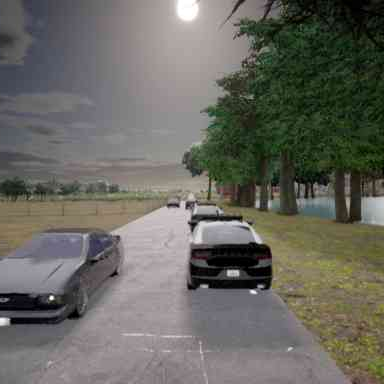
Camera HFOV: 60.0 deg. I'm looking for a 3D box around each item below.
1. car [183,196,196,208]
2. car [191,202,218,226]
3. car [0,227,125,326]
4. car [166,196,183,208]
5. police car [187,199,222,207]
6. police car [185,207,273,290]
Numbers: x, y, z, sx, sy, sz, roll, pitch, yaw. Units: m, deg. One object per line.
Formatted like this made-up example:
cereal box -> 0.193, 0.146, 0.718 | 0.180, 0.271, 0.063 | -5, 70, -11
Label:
car -> 0.046, 1.630, 47.683 | 1.882, 1.535, 5.008 | 0, 0, 1
car -> 0.835, 1.553, 25.143 | 1.837, 1.490, 4.892 | 0, 0, 0
car -> -2.846, 1.553, 7.620 | 2.033, 1.411, 5.357 | 0, 0, 0
car -> -2.822, 1.646, 50.188 | 1.882, 1.535, 5.008 | 0, 0, 0
police car -> 0.833, 1.455, 19.253 | 1.930, 1.638, 5.238 | 0, 0, 0
police car -> 0.829, 1.433, 9.252 | 1.930, 1.638, 5.238 | 0, 0, 0
